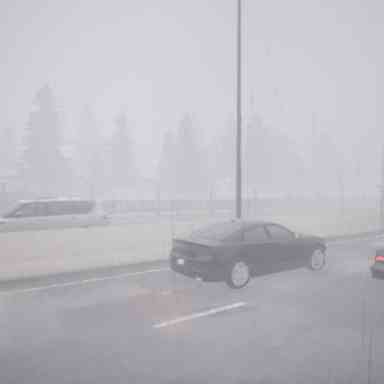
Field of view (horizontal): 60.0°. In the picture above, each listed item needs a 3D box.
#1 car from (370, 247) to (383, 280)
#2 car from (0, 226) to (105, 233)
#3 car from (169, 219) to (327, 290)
[{"bbox_3d":[6.654,1.580,8.491,5.357,1.411,2.033,0,0,-36],"label":"car"},{"bbox_3d":[-5.882,1.229,12.686,5.566,2.045,2.150,0,0,-35],"label":"car"},{"bbox_3d":[1.742,1.498,9.290,5.008,1.535,1.882,0,0,-35],"label":"car"}]
